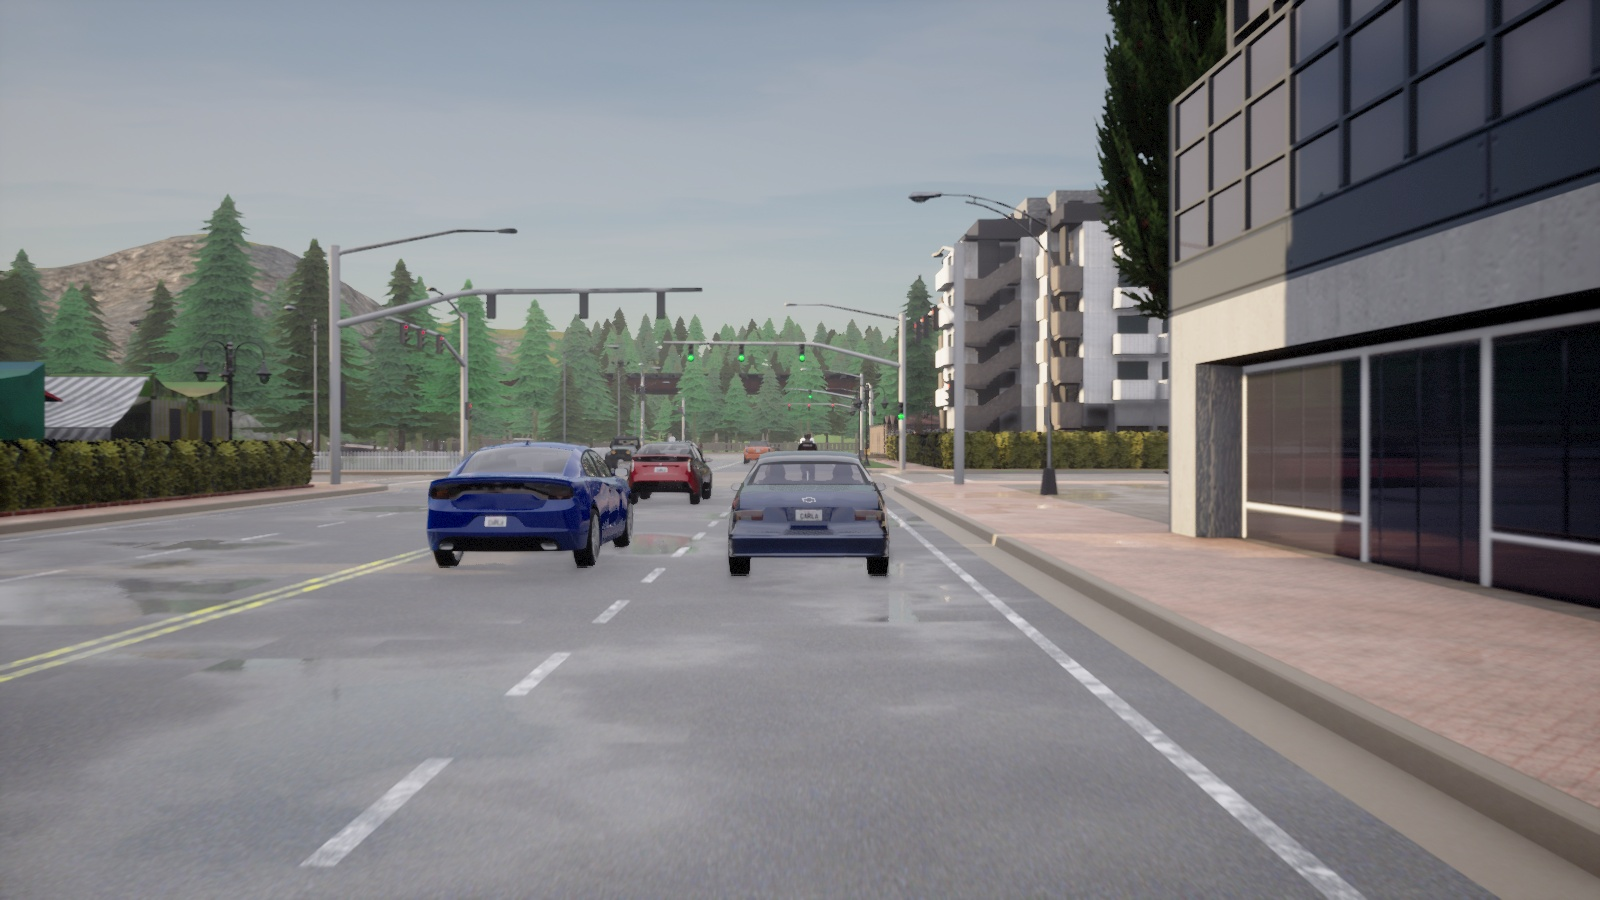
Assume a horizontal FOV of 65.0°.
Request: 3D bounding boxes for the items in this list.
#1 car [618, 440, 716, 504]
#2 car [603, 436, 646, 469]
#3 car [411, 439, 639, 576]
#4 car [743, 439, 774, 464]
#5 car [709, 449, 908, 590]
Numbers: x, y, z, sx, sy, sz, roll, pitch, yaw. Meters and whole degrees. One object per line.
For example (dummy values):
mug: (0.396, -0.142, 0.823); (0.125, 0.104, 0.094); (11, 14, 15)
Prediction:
car: (-3.302, 0.511, 31.964); (2.007, 1.525, 4.514); (0, 0, 0)
car: (-10.074, 0.128, 72.153); (1.905, 1.878, 3.866); (0, 0, 0)
car: (-3.391, 0.628, 16.533); (1.882, 1.535, 5.008); (0, 0, 0)
car: (-2.965, 0.088, 91.378); (2.097, 1.767, 4.553); (0, 0, 0)
car: (0.104, 0.707, 15.515); (2.033, 1.411, 5.357); (0, 0, 0)
